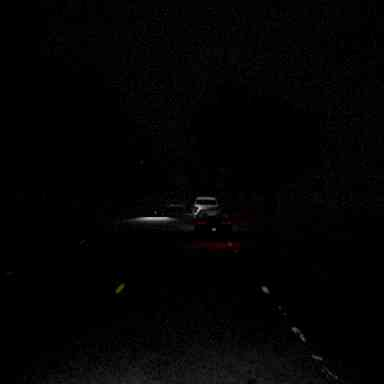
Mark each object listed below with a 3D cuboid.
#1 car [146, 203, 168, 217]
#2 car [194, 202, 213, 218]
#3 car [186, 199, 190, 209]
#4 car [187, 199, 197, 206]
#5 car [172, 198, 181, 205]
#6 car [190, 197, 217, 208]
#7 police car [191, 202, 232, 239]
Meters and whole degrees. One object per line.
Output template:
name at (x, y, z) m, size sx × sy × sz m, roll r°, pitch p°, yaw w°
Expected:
car at (-3.558, 1.841, 34.492) m, size 1.994 × 1.385 × 4.181 m, roll 0°, pitch 0°, yaw 0°
car at (1.098, 1.782, 34.422) m, size 1.837 × 1.490 × 4.892 m, roll 1°, pitch -1°, yaw 0°
car at (0.008, 1.956, 52.686) m, size 1.994 × 1.385 × 4.181 m, roll 1°, pitch -1°, yaw 0°
car at (0.012, 2.148, 68.116) m, size 1.994 × 1.385 × 4.181 m, roll 0°, pitch -1°, yaw 0°
car at (-3.425, 2.093, 75.188) m, size 1.837 × 1.490 × 4.892 m, roll 0°, pitch -1°, yaw 0°
car at (1.104, 1.437, 28.443) m, size 2.150 × 2.045 × 5.566 m, roll 1°, pitch 0°, yaw 0°
police car at (1.065, 1.593, 18.512) m, size 1.930 × 1.638 × 5.238 m, roll 0°, pitch 0°, yaw 0°
